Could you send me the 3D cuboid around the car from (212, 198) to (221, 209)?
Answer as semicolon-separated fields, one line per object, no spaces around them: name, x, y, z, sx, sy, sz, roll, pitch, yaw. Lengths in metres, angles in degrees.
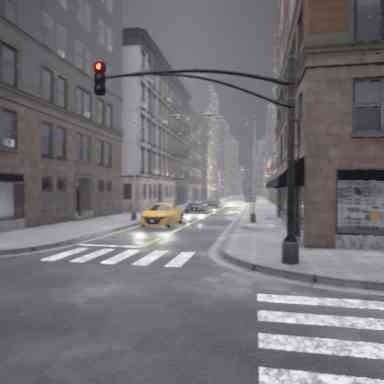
car;2.947;1.555;47.110;2.033;1.411;5.357;0;0;11

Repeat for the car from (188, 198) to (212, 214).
car;0.584;1.558;34.941;1.994;1.385;4.181;0;0;11

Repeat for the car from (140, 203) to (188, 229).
car;-1.883;1.457;22.066;1.882;1.535;5.008;0;0;11
